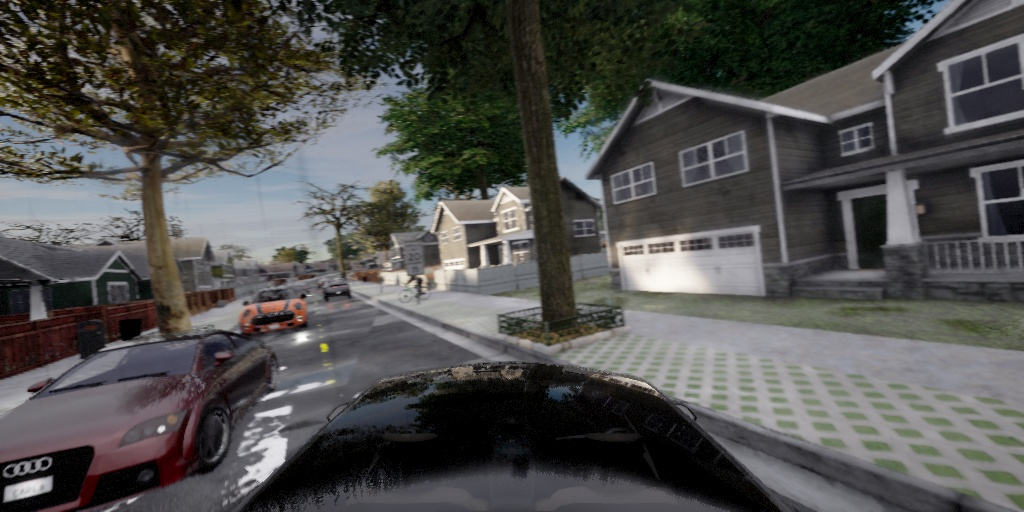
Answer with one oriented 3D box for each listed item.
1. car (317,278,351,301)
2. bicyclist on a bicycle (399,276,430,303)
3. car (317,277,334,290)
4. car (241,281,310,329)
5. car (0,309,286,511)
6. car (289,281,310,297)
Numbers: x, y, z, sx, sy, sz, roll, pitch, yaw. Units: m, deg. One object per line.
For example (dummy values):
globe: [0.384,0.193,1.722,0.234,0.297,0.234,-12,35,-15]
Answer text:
car: [-14.119,2.640,28.757,2.128,1.511,4.902,-6,0,-29]
bicyclist on a bicycle: [-5.056,1.545,18.466,1.656,1.620,0.582,-6,0,-29]
car: [-26.166,3.796,50.248,1.812,1.442,4.674,-6,0,-29]
car: [-9.739,2.094,14.895,2.097,1.767,4.553,-6,0,-29]
car: [-4.693,1.799,4.793,1.994,1.385,4.181,-6,0,-21]
car: [-23.915,3.624,40.417,1.812,1.442,4.674,-6,0,-29]
